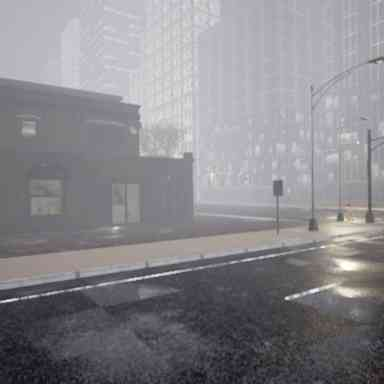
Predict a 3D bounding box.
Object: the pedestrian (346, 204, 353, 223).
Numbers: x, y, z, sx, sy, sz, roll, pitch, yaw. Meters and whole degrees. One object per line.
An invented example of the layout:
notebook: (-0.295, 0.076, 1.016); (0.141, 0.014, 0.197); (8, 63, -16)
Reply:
pedestrian: (9.899, 1.271, 20.841); (0.375, 1.300, 0.375); (-1, 0, -35)
